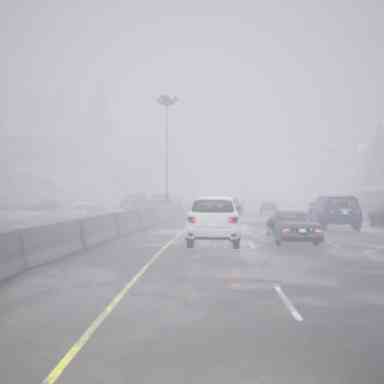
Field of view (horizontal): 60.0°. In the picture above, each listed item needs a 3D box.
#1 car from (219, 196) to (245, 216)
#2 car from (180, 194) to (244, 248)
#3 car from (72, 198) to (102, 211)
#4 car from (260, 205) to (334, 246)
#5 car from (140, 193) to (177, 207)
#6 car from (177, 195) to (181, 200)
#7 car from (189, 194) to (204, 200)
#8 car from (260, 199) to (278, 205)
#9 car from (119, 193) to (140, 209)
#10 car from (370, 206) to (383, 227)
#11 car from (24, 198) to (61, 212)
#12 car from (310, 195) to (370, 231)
[{"bbox_3d":[4.027,1.320,32.923,2.097,1.767,4.553,0,0,12],"label":"car"},{"bbox_3d":[1.026,1.204,14.949,2.150,2.045,5.566,0,0,6],"label":"car"},{"bbox_3d":[-12.486,1.433,39.965,1.812,1.442,4.674,0,0,14],"label":"car"},{"bbox_3d":[4.548,1.541,15.351,2.033,1.411,5.357,0,0,6],"label":"car"},{"bbox_3d":[-4.280,1.152,43.667,2.150,2.045,5.566,0,0,16],"label":"car"},{"bbox_3d":[-3.862,1.344,76.057,2.128,1.511,4.902,0,0,21],"label":"car"},{"bbox_3d":[1.089,1.180,79.212,1.882,1.535,5.008,0,0,21],"label":"car"},{"bbox_3d":[8.403,1.503,36.256,1.812,1.442,4.674,0,0,14],"label":"car"},{"bbox_3d":[-7.639,1.140,44.624,2.150,2.045,5.566,0,0,16],"label":"car"},{"bbox_3d":[12.247,1.489,19.958,1.882,1.535,5.008,0,0,8],"label":"car"},{"bbox_3d":[-16.692,1.423,37.377,1.812,1.442,4.674,0,0,13],"label":"car"},{"bbox_3d":[8.831,1.221,20.918,2.150,2.045,5.566,0,0,9],"label":"car"}]
